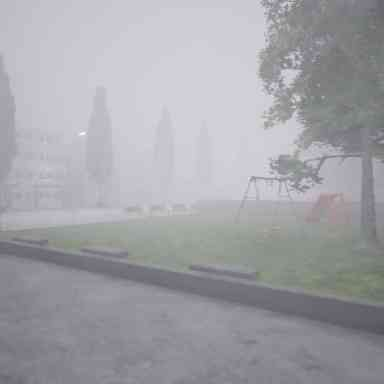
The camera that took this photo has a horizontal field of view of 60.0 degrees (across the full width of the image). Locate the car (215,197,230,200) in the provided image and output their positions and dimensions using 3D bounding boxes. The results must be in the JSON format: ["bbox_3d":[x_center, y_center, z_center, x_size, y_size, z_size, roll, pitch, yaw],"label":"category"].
[{"bbox_3d":[5.153,1.604,57.945,1.994,1.385,4.181,0,0,36],"label":"car"}]
